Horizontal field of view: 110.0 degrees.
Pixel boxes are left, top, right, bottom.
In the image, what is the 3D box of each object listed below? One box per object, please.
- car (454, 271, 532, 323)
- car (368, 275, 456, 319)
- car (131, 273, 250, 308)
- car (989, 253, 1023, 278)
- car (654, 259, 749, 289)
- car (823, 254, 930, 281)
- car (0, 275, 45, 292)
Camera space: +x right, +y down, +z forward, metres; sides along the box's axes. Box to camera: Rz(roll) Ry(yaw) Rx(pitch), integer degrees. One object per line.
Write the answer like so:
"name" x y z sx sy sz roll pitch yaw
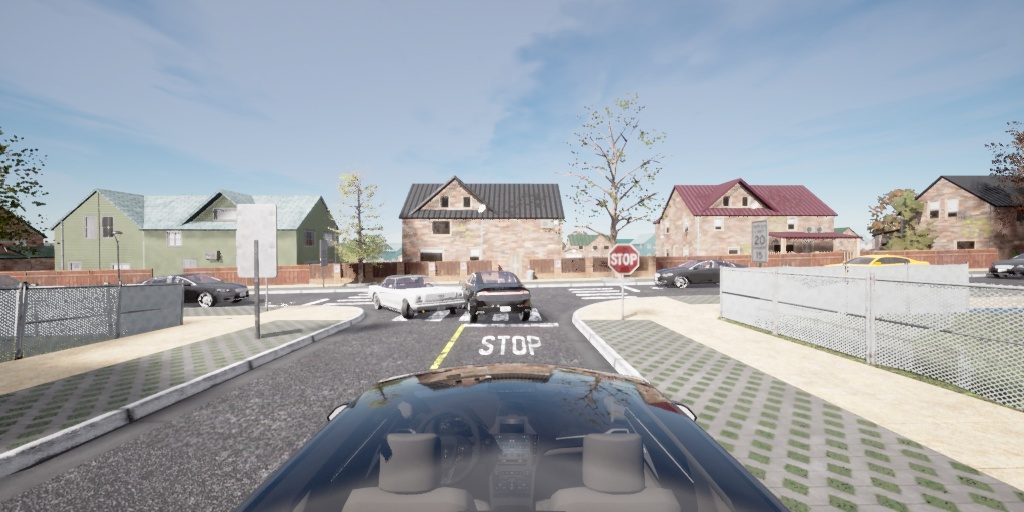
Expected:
"car" -0.687 1.243 12.210 2.128 1.511 4.902 0 0 -12
"car" -3.604 1.368 13.069 1.895 1.301 4.718 0 0 -38
"car" -14.904 1.566 16.563 4.902 1.511 2.128 -1 1 0
"car" 29.383 0.478 19.694 4.902 1.511 2.128 -1 1 0
"car" 10.328 0.926 19.619 4.902 1.511 2.128 -1 1 0
"car" 19.759 0.690 19.657 5.008 1.535 1.882 -1 1 -1
"car" -24.242 1.648 16.522 4.553 1.767 2.097 -1 1 0
